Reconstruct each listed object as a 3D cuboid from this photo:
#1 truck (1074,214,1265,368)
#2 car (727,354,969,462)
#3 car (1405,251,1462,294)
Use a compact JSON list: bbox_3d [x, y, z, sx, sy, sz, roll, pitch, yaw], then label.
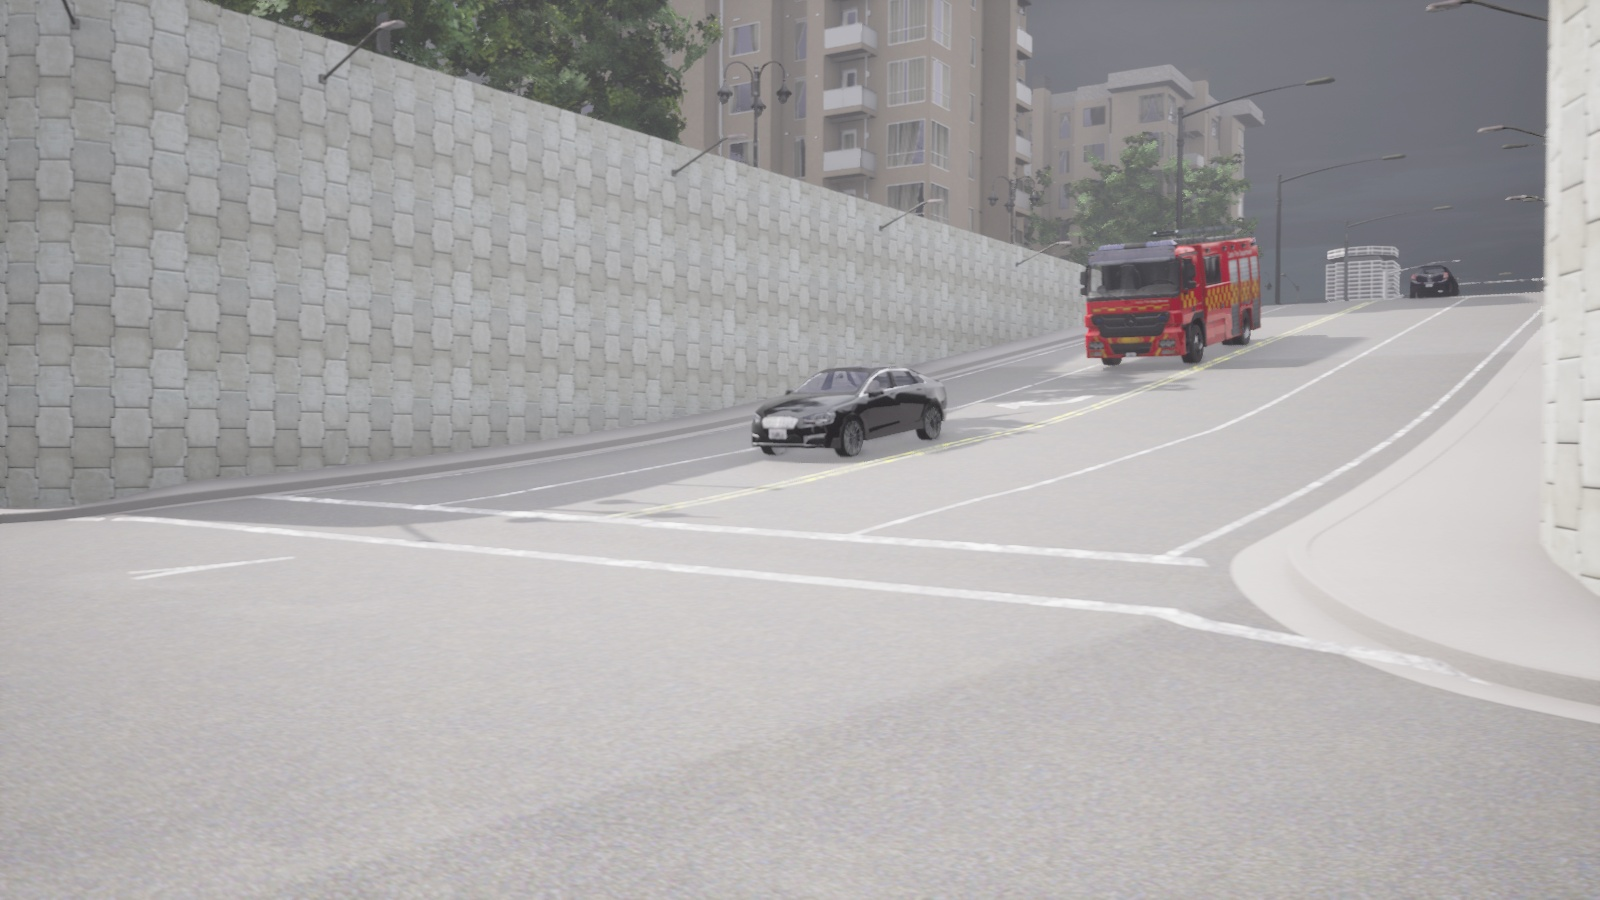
[{"bbox_3d":[11.538,-5.003,38.473,2.891,3.827,8.468,0,11,35],"label":"truck"},{"bbox_3d":[1.040,-0.849,23.349,2.128,1.511,4.902,1,7,35],"label":"car"},{"bbox_3d":[29.146,-8.115,57.697,1.845,1.501,3.633,0,2,35],"label":"car"}]
